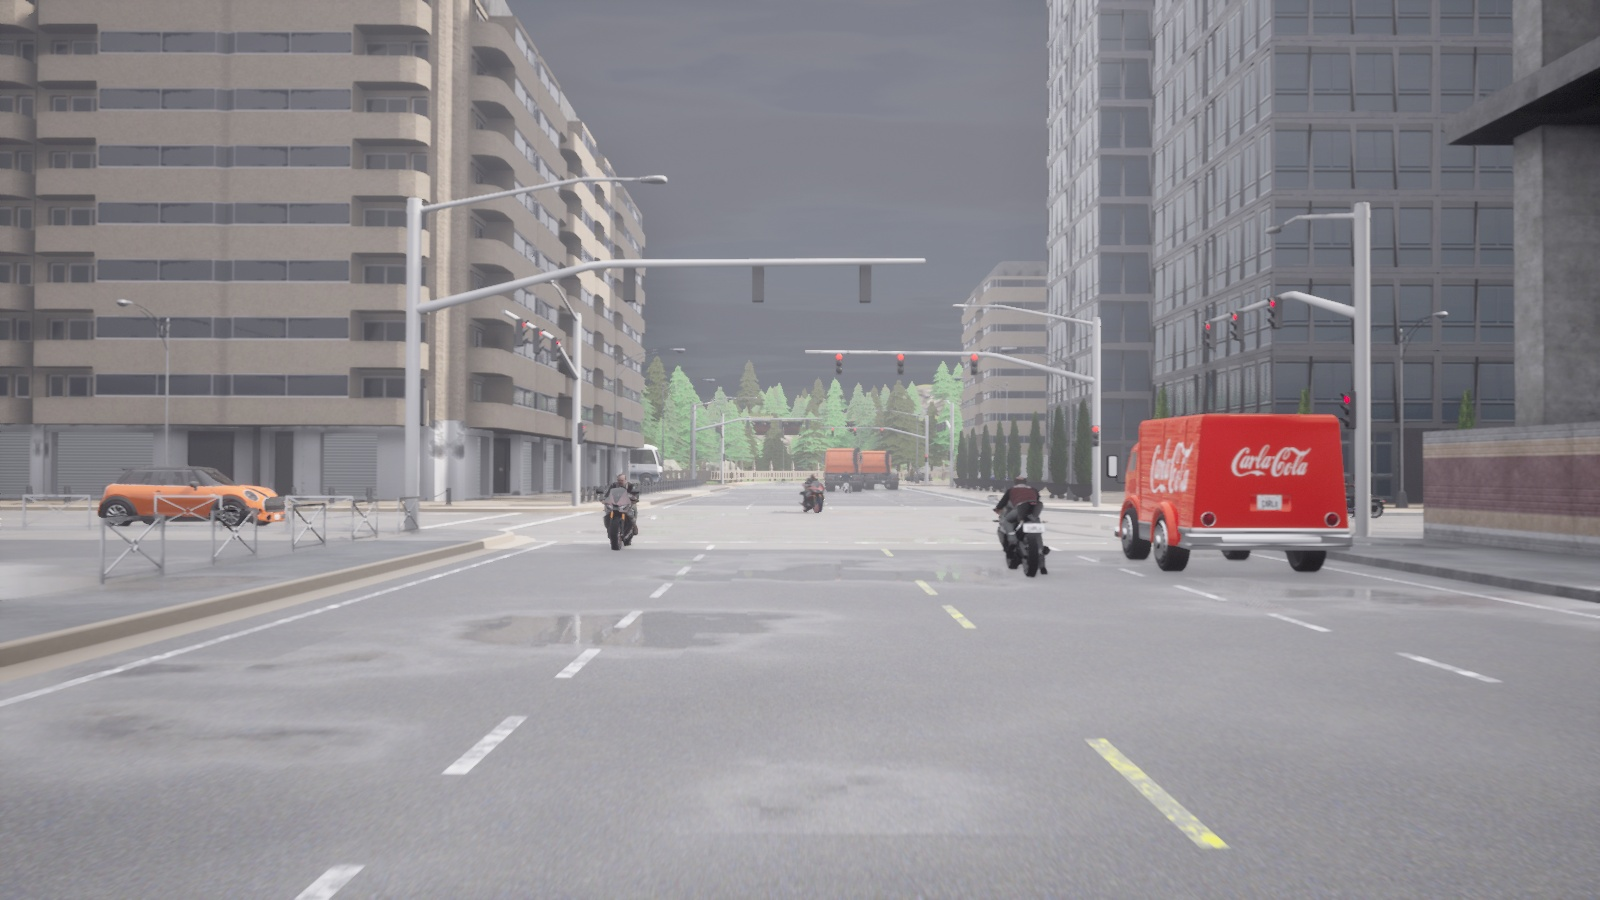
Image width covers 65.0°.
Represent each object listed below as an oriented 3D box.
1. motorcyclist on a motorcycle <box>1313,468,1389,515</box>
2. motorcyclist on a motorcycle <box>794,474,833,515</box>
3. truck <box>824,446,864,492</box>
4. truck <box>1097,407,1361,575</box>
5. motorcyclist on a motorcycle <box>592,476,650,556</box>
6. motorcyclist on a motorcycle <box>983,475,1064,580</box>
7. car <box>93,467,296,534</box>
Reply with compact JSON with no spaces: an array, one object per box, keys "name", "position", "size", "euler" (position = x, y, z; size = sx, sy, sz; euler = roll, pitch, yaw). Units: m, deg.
[{"name":"motorcyclist on a motorcycle","position":[19.705,1.494,44.932],"size":[2.350,1.649,0.766],"euler":[0,-1,0]},{"name":"motorcyclist on a motorcycle","position":[0.487,1.668,47.378],"size":[0.866,1.530,2.191],"euler":[1,-1,-16]},{"name":"truck","position":[3.364,1.466,98.362],"size":[2.891,3.462,7.936],"euler":[0,-1,1]},{"name":"truck","position":[6.946,0.654,21.128],"size":[2.627,2.467,5.204],"euler":[0,-1,0]},{"name":"motorcyclist on a motorcycle","position":[-3.562,1.285,25.175],"size":[0.866,1.530,2.191],"euler":[0,-1,0]},{"name":"motorcyclist on a motorcycle","position":[3.452,1.164,19.584],"size":[0.866,1.530,2.191],"euler":[0,-1,0]},{"name":"car","position":[-16.533,1.372,34.469],"size":[4.553,1.767,2.097],"euler":[0,-1,0]}]
